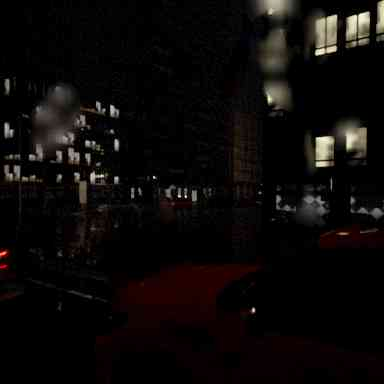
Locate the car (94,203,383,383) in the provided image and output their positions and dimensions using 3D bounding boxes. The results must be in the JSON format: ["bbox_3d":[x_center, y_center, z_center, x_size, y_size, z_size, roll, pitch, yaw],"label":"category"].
[{"bbox_3d":[1.708,1.222,2.468,5.566,2.045,2.150,0,0,35],"label":"car"}]

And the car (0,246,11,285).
[{"bbox_3d":[-6.195,1.518,8.086,4.674,1.442,1.812,0,0,35],"label":"car"}]

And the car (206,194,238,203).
[{"bbox_3d":[4.389,1.396,51.659,2.150,2.045,5.566,1,0,37],"label":"car"}]

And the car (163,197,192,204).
[{"bbox_3d":[-1.850,1.480,43.331,2.097,1.767,4.553,1,0,37],"label":"car"}]

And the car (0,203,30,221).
[{"bbox_3d":[-14.888,1.591,25.779,1.994,1.385,4.181,1,0,36],"label":"car"}]

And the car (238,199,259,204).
[{"bbox_3d":[8.722,1.763,52.200,2.033,1.411,5.357,1,0,37],"label":"car"}]

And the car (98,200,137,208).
[{"bbox_3d":[-7.827,1.607,35.307,1.812,1.442,4.674,1,0,37],"label":"car"}]
